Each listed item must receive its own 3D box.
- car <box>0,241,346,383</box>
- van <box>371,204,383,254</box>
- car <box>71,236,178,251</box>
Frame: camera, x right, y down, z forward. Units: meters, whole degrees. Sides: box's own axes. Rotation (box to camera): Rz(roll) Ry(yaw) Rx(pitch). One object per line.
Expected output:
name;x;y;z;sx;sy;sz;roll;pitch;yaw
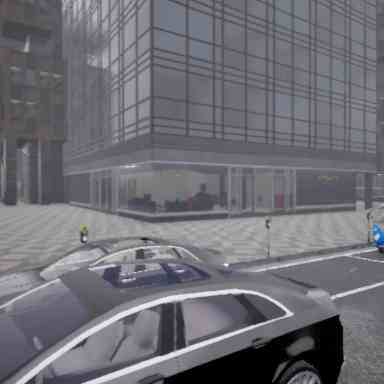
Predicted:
car;-0.708;1.460;2.892;4.902;1.511;2.128;0;1;-33
van;7.967;1.246;11.633;3.998;1.788;1.690;0;0;-33
car;-1.332;1.490;5.663;4.403;1.369;2.008;0;0;-33
